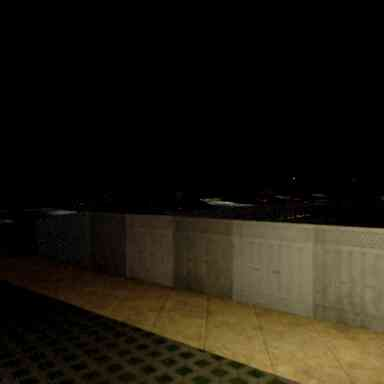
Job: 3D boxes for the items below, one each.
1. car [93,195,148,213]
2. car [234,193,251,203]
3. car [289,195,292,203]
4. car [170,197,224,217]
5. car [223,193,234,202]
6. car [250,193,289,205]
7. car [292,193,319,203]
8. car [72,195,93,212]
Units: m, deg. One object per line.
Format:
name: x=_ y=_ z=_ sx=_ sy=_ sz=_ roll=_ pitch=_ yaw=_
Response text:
car: x=-6.286 y=1.131 z=30.703 sx=1.837 sy=1.490 sz=4.892 roll=3 pitch=3 yaw=41
car: x=8.657 y=0.852 z=47.859 sx=1.882 sy=1.535 sz=5.008 roll=3 pitch=3 yaw=41
car: x=16.770 y=0.951 z=52.221 sx=1.812 sy=1.442 sz=4.674 roll=3 pitch=3 yaw=41
car: x=0.300 y=1.400 z=28.106 sx=1.837 sy=1.490 sz=4.892 roll=3 pitch=3 yaw=41
car: x=6.274 y=0.794 z=50.071 sx=1.994 sy=1.385 sz=4.181 roll=3 pitch=3 yaw=41
car: x=10.547 y=1.080 z=44.963 sx=2.033 sy=1.411 sz=5.357 roll=3 pitch=3 yaw=41
car: x=16.310 y=1.129 z=46.611 sx=1.837 sy=1.490 sz=4.892 roll=3 pitch=3 yaw=41
car: x=-9.220 y=1.017 z=32.251 sx=1.812 sy=1.442 sz=4.674 roll=3 pitch=3 yaw=41
